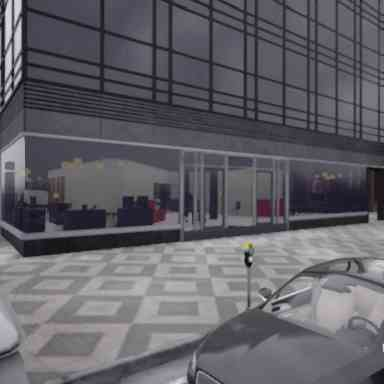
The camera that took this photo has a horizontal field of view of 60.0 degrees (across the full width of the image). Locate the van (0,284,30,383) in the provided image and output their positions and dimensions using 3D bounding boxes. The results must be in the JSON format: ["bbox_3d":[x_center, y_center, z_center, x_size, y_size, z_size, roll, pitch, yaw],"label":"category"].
[{"bbox_3d":[-2.444,1.335,0.783,3.998,1.788,1.690,0,0,-36],"label":"van"}]

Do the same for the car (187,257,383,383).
[{"bbox_3d":[1.979,1.561,3.945,4.403,1.369,2.008,0,0,-36],"label":"car"}]
